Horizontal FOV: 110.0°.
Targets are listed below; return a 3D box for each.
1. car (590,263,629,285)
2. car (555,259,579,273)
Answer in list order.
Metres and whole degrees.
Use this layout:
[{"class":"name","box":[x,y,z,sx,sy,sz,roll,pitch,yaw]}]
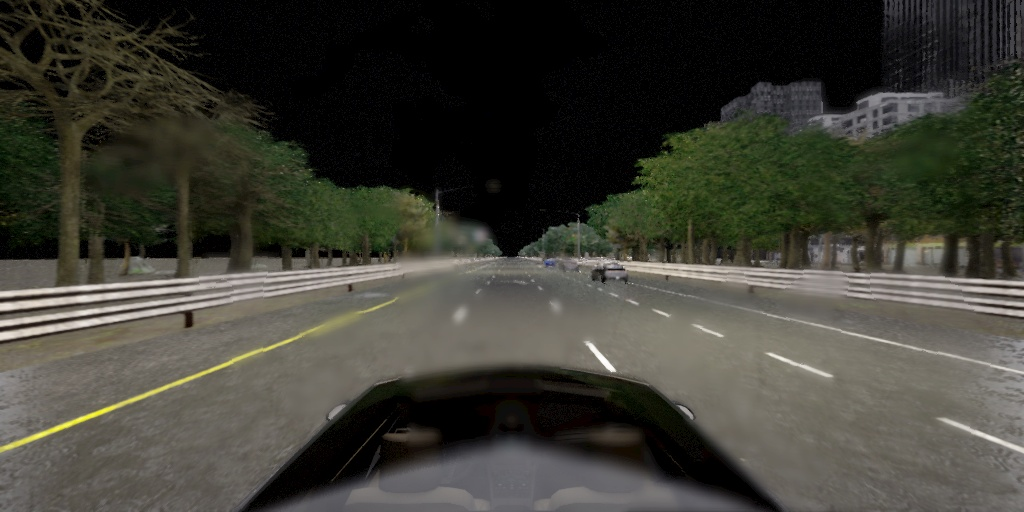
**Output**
[{"class":"car","box":[7.004,1.249,26.198,2.128,1.511,4.902,0,0,0]},{"class":"car","box":[7.005,1.252,44.200,2.128,1.511,4.902,0,0,0]}]
